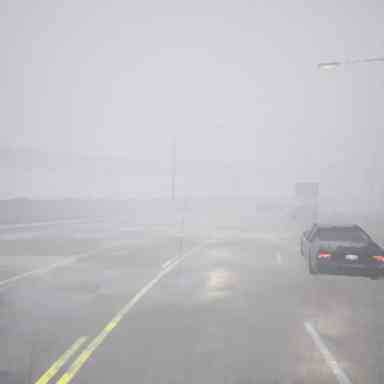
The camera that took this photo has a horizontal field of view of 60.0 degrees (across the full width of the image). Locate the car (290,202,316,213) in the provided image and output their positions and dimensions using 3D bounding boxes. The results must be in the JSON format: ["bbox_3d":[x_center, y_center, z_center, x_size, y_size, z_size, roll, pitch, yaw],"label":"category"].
[{"bbox_3d":[15.509,2.109,46.153,4.674,1.442,1.812,0,-2,-38],"label":"car"}]

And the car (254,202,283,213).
[{"bbox_3d":[10.811,2.107,46.755,5.008,1.535,1.882,1,-2,-40],"label":"car"}]

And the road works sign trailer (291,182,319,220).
[{"bbox_3d":[11.559,0.837,33.127,2.880,3.560,2.380,0,-1,-45],"label":"road works sign trailer"}]

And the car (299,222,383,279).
[{"bbox_3d":[4.556,1.674,10.616,2.033,1.411,5.357,0,-1,14],"label":"car"}]

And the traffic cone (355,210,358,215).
[{"bbox_3d":[18.990,2.356,38.401,0.340,0.580,0.340,0,-1,-45],"label":"traffic cone"}]

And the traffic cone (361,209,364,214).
[{"bbox_3d":[20.409,2.367,39.812,0.340,0.580,0.340,1,-2,-45],"label":"traffic cone"}]

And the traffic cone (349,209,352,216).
[{"bbox_3d":[17.574,2.345,36.992,0.340,0.580,0.340,1,-2,-45],"label":"traffic cone"}]
